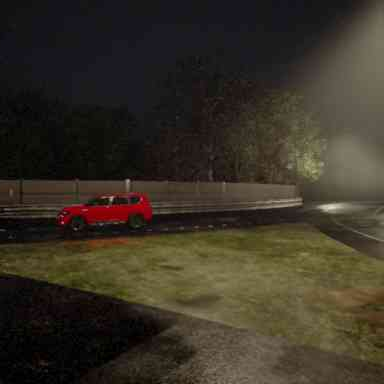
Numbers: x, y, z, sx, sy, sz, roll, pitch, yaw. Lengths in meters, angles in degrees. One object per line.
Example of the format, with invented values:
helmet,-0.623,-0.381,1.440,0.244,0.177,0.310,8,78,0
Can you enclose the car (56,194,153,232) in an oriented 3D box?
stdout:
car,-5.153,1.167,19.958,5.566,2.045,2.150,-1,1,-25
